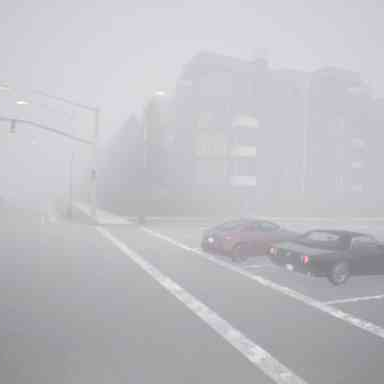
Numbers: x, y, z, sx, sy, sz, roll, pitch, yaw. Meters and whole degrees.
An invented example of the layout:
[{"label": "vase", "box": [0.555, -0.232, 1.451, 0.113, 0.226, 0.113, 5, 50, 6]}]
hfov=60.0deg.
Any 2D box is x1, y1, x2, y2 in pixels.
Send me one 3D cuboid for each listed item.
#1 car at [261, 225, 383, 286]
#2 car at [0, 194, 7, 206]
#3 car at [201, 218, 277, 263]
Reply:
[{"label": "car", "box": [4.645, 1.803, 9.913, 4.718, 1.301, 1.895, 2, 0, -26]}, {"label": "car", "box": [-22.834, 0.852, 38.597, 1.994, 1.385, 4.181, 2, 0, -23]}, {"label": "car", "box": [2.439, 1.694, 12.448, 4.181, 1.385, 1.994, 2, 0, -27]}]
